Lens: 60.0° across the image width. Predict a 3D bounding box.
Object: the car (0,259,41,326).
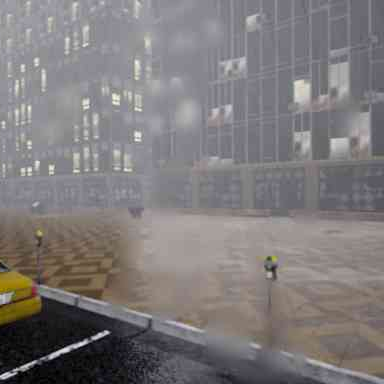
[{"bbox_3d":[-4.770,1.598,6.252,4.829,1.417,1.752,-1,0,35],"label":"car"}]
